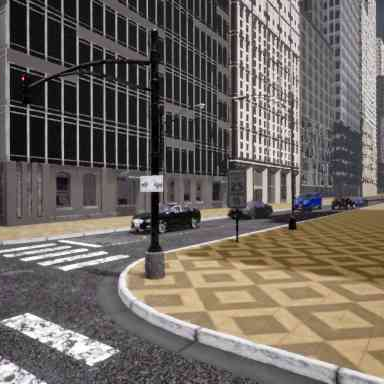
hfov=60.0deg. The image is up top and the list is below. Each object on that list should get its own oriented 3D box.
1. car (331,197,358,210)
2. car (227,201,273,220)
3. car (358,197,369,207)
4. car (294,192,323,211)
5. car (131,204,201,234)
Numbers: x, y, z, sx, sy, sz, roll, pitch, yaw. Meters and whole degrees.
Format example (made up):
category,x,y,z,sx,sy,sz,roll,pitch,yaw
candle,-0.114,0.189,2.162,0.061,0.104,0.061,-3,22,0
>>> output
category,x,y,z,sx,sy,sz,roll,pitch,yaw
car,18.385,1.359,40.405,1.837,1.490,4.892,0,0,37
car,4.978,1.470,27.742,2.033,1.411,5.357,0,0,37
car,24.597,1.369,48.773,2.033,1.411,5.357,0,0,37
car,13.776,1.092,39.461,2.150,2.045,5.566,0,1,37
car,-1.386,1.447,19.244,2.128,1.511,4.902,0,0,37
